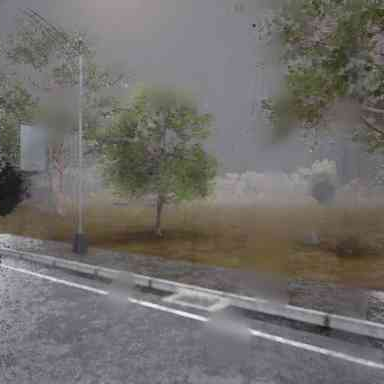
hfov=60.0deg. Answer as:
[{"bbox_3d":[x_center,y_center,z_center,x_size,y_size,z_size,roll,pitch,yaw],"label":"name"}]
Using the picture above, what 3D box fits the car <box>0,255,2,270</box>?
[{"bbox_3d":[-7.024,1.564,9.062,4.181,1.385,1.994,0,0,36],"label":"car"}]
